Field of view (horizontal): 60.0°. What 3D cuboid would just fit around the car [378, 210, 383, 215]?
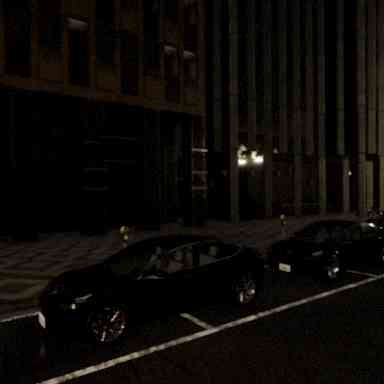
[{"bbox_3d":[8.674,1.205,12.848,5.009,1.841,2.192,-1,0,-36],"label":"car"}]

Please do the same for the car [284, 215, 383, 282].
[{"bbox_3d":[4.089,1.499,9.573,4.313,1.339,1.947,-1,0,-36],"label":"car"}]

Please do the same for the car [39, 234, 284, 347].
[{"bbox_3d":[-0.498,1.542,6.298,4.313,1.339,1.947,-1,0,-36],"label":"car"}]
